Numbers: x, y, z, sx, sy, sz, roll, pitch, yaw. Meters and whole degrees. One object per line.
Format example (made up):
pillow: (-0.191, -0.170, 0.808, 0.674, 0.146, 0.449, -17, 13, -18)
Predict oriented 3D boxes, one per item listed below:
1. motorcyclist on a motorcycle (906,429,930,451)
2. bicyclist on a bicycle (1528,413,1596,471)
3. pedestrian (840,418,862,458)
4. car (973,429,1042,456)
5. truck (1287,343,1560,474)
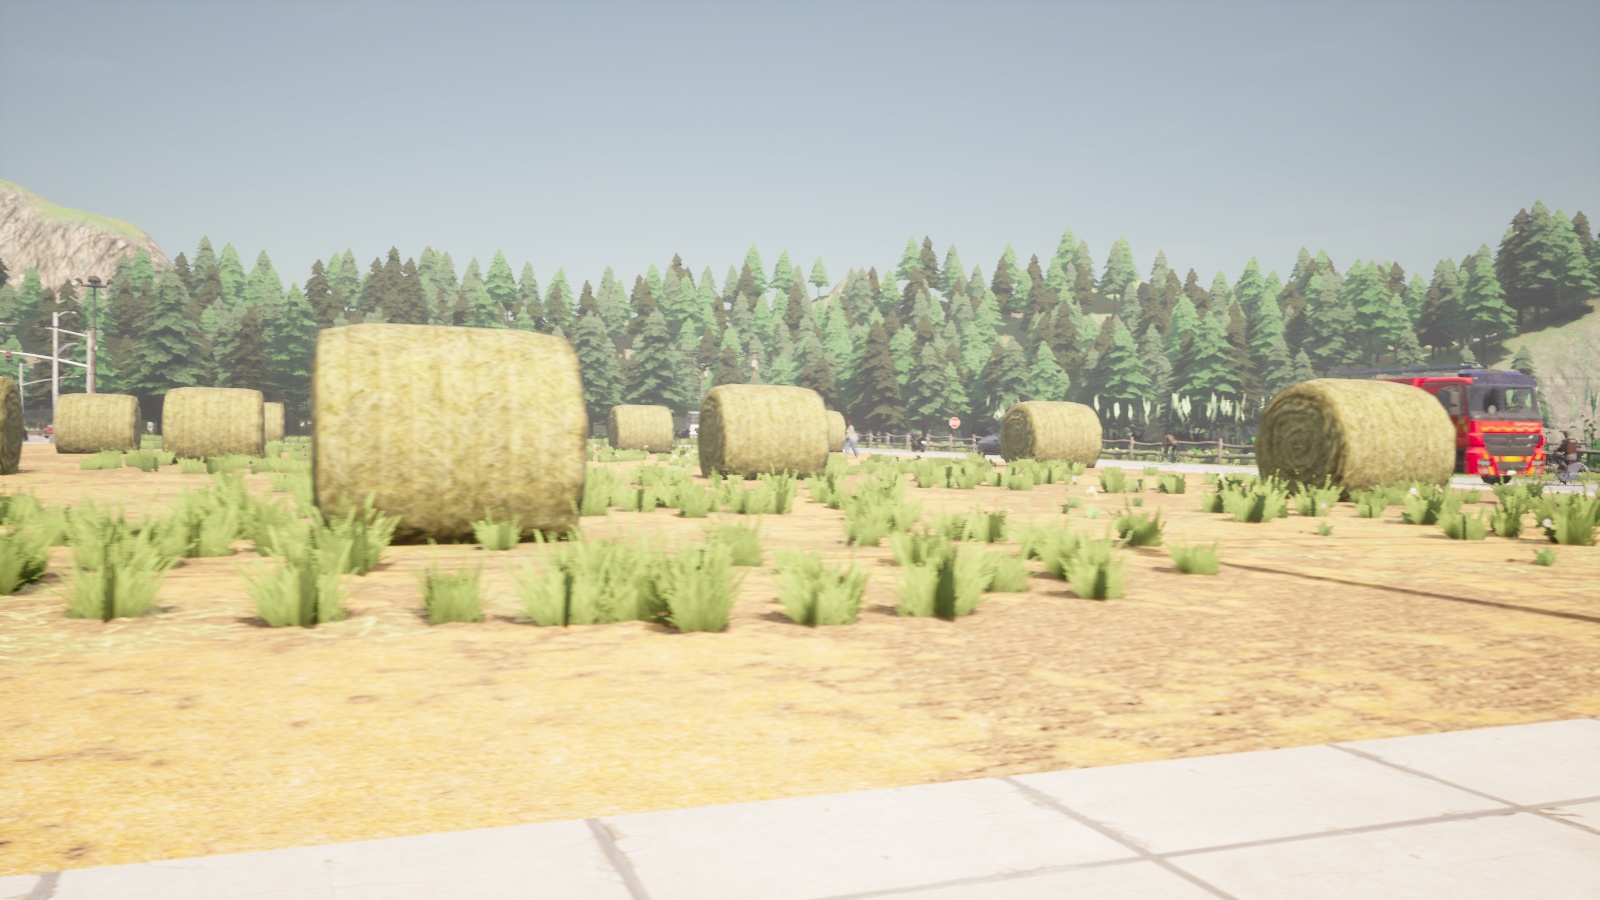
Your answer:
motorcyclist on a motorcycle: (8.362, -0.721, 88.888, 0.866, 1.530, 2.191, -1, 1, -18)
bicyclist on a bicycle: (24.151, -0.259, 39.826, 0.659, 1.776, 1.843, -1, 1, -18)
pedestrian: (2.410, -0.572, 59.554, 0.900, 1.855, 0.874, -1, 1, -8)
car: (11.259, -0.431, 68.465, 1.812, 1.442, 4.674, -1, 1, -18)
truck: (20.038, -1.273, 41.133, 2.891, 3.827, 8.468, -1, 1, -18)
